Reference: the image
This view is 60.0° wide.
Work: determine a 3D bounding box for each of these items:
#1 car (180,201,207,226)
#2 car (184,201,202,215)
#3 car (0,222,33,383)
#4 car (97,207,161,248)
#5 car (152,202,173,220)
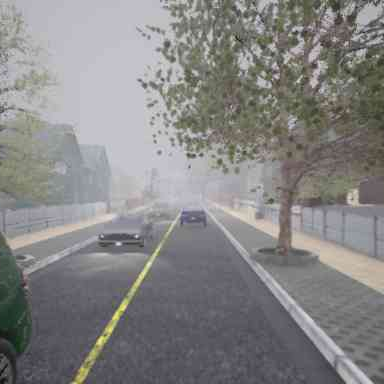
[{"bbox_3d":[0.100,1.629,24.758,1.882,1.535,5.008,0,0,0],"label":"car"},{"bbox_3d":[0.095,1.781,39.041,2.033,1.411,5.357,0,0,0],"label":"car"},{"bbox_3d":[-2.849,1.229,1.468,2.150,2.045,5.566,0,0,0],"label":"car"},{"bbox_3d":[-2.847,1.644,15.539,2.033,1.411,5.357,0,0,0],"label":"car"},{"bbox_3d":[-2.850,1.687,30.579,1.837,1.490,4.892,0,0,0],"label":"car"}]
